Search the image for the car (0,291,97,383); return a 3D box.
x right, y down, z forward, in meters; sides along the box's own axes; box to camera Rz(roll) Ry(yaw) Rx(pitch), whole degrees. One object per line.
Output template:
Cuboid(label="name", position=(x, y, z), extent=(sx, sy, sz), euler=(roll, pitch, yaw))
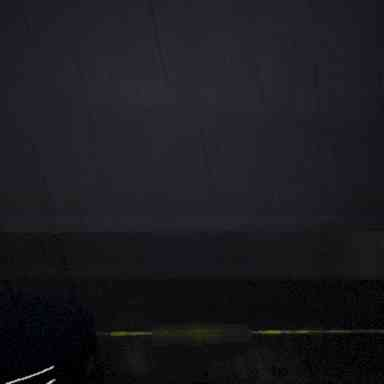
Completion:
Cuboid(label="car", position=(-3.529, 1.486, 3.351), extent=(5.008, 1.535, 1.882), euler=(0, 0, -1))
